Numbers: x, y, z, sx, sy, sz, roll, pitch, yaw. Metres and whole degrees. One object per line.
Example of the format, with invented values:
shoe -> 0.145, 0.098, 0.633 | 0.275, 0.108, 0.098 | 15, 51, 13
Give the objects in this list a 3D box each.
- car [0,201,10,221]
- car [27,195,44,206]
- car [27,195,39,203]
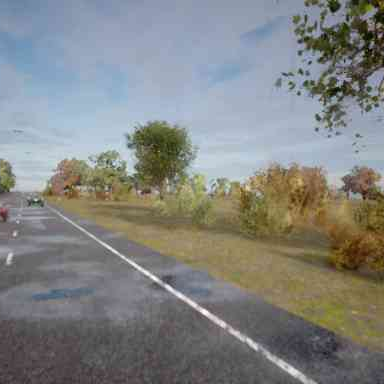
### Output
car -> -15.111, 1.402, 25.486 | 1.812, 1.442, 4.674 | 1, 0, -27
car -> -23.651, 1.204, 50.342 | 2.097, 1.767, 4.553 | 1, 0, -27
car -> -31.745, 1.351, 66.269 | 1.994, 1.385, 4.181 | 1, 0, -27
